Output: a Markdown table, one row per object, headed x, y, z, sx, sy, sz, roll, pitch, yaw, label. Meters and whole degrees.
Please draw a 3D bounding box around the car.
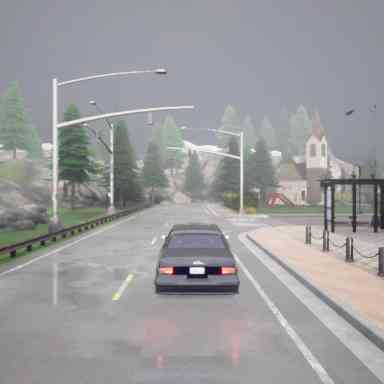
| x | y | z | sx | sy | sz | roll | pitch | yaw | label |
| --- | --- | --- | --- | --- | --- | --- | --- | --- | --- |
| 0.096 | 1.547 | 8.855 | 2.033 | 1.411 | 5.357 | 0 | 0 | 0 | car |
